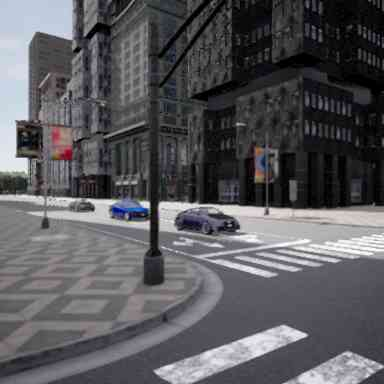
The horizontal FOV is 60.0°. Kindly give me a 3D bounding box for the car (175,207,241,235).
[{"bbox_3d":[0.802,1.546,18.840,1.994,1.385,4.181,0,0,-36],"label":"car"}]

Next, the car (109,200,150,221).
[{"bbox_3d":[-5.136,1.439,27.149,1.882,1.535,5.008,0,0,-35],"label":"car"}]

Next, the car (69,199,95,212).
[{"bbox_3d":[-12.337,1.505,37.240,1.994,1.385,4.181,0,0,-36],"label":"car"}]
